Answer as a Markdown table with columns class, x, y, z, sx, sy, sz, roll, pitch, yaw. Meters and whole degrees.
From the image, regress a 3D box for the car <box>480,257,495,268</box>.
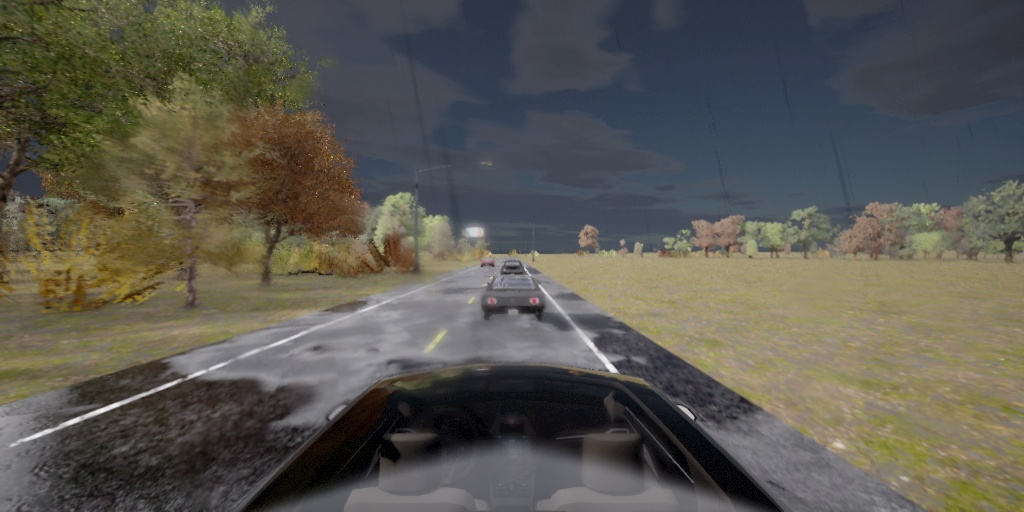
| class | x | y | z | sx | sy | sz | roll | pitch | yaw |
| --- | --- | --- | --- | --- | --- | --- | --- | --- | --- |
| car | -3.586 | 0.931 | 53.331 | 1.882 | 1.535 | 5.008 | 0 | 0 | 0 |

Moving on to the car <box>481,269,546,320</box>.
| class | x | y | z | sx | sy | sz | roll | pitch | yaw |
| --- | --- | --- | --- | --- | --- | --- | --- | --- | --- |
| car | 0.059 | 1.290 | 12.349 | 1.895 | 1.301 | 4.718 | 0 | 0 | 0 |

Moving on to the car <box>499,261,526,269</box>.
| class | x | y | z | sx | sy | sz | roll | pitch | yaw |
| --- | --- | --- | --- | --- | --- | --- | --- | --- | --- |
| car | 0.062 | 1.100 | 28.852 | 1.837 | 1.490 | 4.892 | 0 | 1 | 0 |
